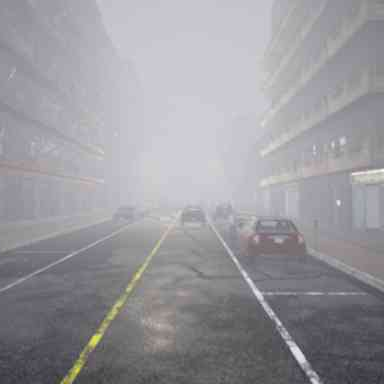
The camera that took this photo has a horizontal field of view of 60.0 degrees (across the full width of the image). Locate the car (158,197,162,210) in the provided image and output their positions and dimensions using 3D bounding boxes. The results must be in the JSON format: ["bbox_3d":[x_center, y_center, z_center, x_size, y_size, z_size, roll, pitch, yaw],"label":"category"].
[{"bbox_3d":[-5.700,1.846,46.323,1.967,1.590,4.097,1,0,0],"label":"car"}]

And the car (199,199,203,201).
[{"bbox_3d":[0.080,1.931,41.906,1.994,1.385,4.181,0,0,0],"label":"car"}]

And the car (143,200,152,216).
[{"bbox_3d":[-5.695,1.833,34.810,1.752,1.417,4.829,1,0,0],"label":"car"}]

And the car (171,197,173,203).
[{"bbox_3d":[-5.708,1.908,69.005,2.192,1.841,5.009,1,0,0],"label":"car"}]

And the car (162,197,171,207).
[{"bbox_3d":[-5.709,2.098,63.333,2.008,1.369,4.403,1,0,0],"label":"car"}]

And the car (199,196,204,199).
[{"bbox_3d":[2.668,2.136,68.941,1.887,1.381,4.507,1,0,0],"label":"car"}]

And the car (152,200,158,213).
[{"bbox_3d":[-5.699,1.909,40.650,2.008,1.369,4.403,1,0,0],"label":"car"}]

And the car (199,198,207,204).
[{"bbox_3d":[2.651,2.210,80.452,1.752,1.417,4.829,1,0,0],"label":"car"}]

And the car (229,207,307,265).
[{"bbox_3d":[2.697,1.551,12.237,1.967,1.590,4.097,1,-1,0],"label":"car"}]

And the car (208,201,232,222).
[{"bbox_3d":[2.688,1.699,29.248,1.967,1.590,4.097,1,0,0],"label":"car"}]

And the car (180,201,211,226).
[{"bbox_3d":[0.087,1.720,25.821,2.128,1.511,4.902,0,-1,0],"label":"car"}]

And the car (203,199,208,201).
[{"bbox_3d":[2.681,1.907,40.589,2.008,1.369,4.403,1,0,0],"label":"car"}]

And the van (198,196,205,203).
[{"bbox_3d":[2.627,2.115,91.624,1.690,1.788,3.998,1,0,0],"label":"van"}]

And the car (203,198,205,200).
[{"bbox_3d":[2.679,1.955,46.259,2.008,1.369,4.403,1,0,0],"label":"car"}]

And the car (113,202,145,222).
[{"bbox_3d":[-5.693,1.826,29.309,1.947,1.339,4.313,1,0,0],"label":"car"}]

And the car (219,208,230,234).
[{"bbox_3d":[2.693,1.742,17.908,1.802,1.307,4.206,1,0,0],"label":"car"}]
